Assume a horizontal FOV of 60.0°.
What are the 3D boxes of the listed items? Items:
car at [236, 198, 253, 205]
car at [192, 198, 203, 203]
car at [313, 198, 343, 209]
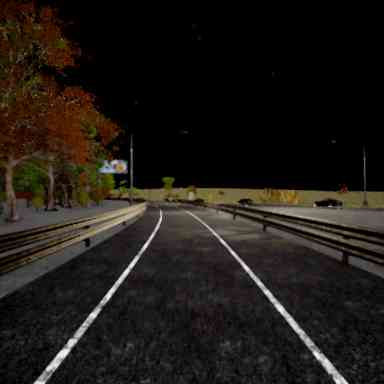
[{"bbox_3d":[11.645,2.140,73.503,1.837,1.490,4.892,0,-1,-25],"label":"car"},{"bbox_3d":[1.516,2.501,95.294,1.812,1.442,4.674,0,-1,-25],"label":"car"},{"bbox_3d":[21.347,1.763,52.629,1.882,1.535,5.008,0,-1,-25],"label":"car"}]
